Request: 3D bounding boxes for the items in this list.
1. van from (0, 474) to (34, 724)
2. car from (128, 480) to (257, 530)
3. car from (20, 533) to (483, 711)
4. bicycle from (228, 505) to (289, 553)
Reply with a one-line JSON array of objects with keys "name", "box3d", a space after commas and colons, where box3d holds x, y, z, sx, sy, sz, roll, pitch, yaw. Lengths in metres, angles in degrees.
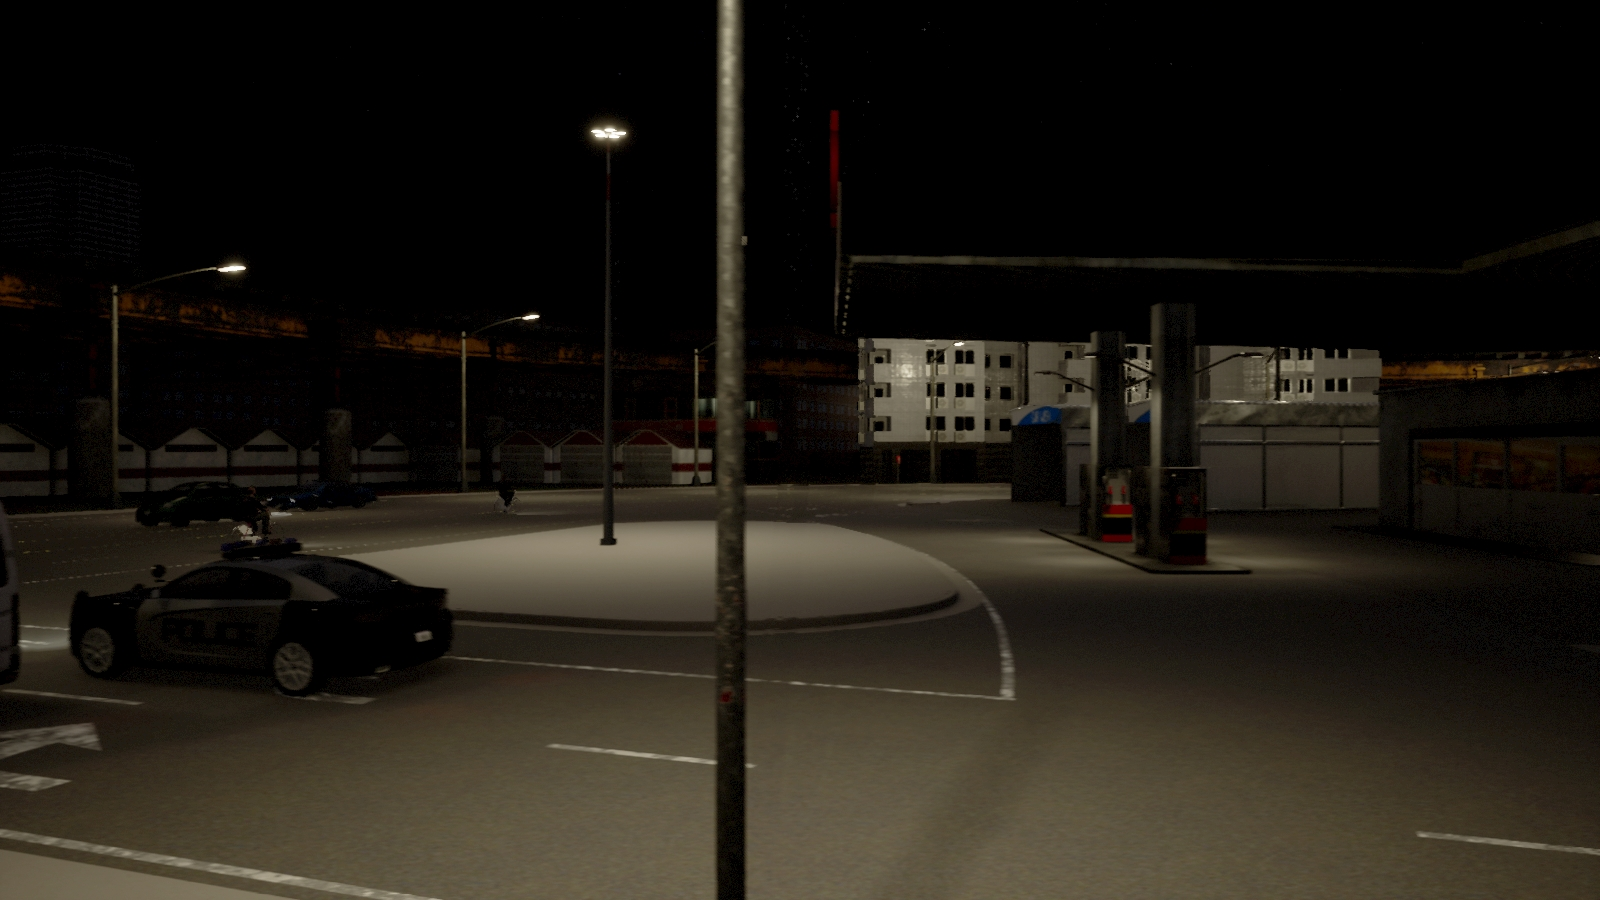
[{"name": "van", "box3d": [-11.222, 1.534, 12.157, 5.915, 2.561, 1.988, 0, 0, 20]}, {"name": "car", "box3d": [-22.478, 1.999, 42.459, 1.851, 1.617, 3.988, 0, 0, 21]}, {"name": "car", "box3d": [-6.773, 1.982, 14.140, 5.238, 1.638, 2.097, 0, 0, 20]}, {"name": "bicycle", "box3d": [-15.137, 2.197, 31.982, 0.329, 1.196, 1.835, 0, 0, 20]}]
